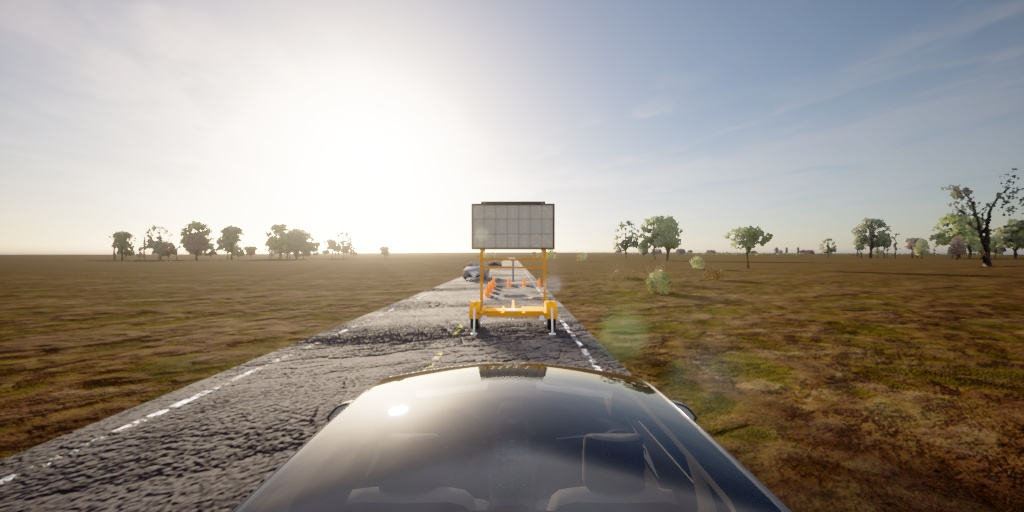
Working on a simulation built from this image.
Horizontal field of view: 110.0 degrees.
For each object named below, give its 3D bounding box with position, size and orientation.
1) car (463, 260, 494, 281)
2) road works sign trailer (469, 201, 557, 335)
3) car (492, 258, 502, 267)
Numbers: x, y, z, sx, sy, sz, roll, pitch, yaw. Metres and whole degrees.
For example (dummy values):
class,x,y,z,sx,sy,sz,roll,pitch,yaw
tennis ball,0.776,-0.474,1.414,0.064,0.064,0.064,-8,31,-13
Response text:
class,x,y,z,sx,sy,sz,roll,pitch,yaw
car,-2.995,1.238,30.512,2.128,1.511,4.902,0,0,0
road works sign trailer,0.034,0.213,10.505,2.380,3.560,2.880,0,0,0
car,-2.791,1.094,59.809,2.097,1.767,4.553,0,0,0
